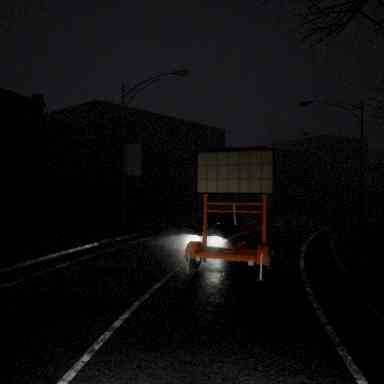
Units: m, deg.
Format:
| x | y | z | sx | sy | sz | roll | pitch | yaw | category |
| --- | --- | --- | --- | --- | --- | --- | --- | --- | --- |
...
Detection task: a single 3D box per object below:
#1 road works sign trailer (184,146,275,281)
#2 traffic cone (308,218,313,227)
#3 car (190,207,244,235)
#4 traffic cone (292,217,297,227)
| x | y | z | sx | sy | sz | roll | pitch | yaw | category |
| --- | --- | --- | --- | --- | --- | --- | --- | --- | --- |
| 1.317 | 0.460 | 10.107 | 2.380 | 3.560 | 2.880 | 0 | 0 | 21 | road works sign trailer |
| 7.666 | 1.979 | 21.513 | 0.340 | 0.580 | 0.340 | 1 | 0 | 23 | traffic cone |
| 1.494 | 1.586 | 18.743 | 1.994 | 1.385 | 4.181 | 3 | 1 | 25 | car |
| 6.745 | 1.967 | 21.902 | 0.340 | 0.580 | 0.340 | 1 | 0 | 23 | traffic cone |
